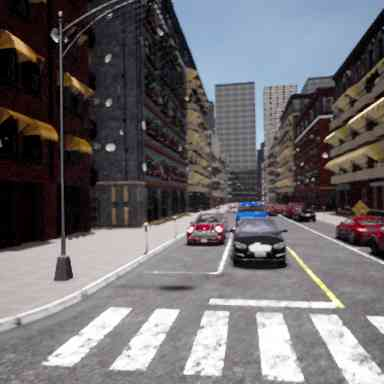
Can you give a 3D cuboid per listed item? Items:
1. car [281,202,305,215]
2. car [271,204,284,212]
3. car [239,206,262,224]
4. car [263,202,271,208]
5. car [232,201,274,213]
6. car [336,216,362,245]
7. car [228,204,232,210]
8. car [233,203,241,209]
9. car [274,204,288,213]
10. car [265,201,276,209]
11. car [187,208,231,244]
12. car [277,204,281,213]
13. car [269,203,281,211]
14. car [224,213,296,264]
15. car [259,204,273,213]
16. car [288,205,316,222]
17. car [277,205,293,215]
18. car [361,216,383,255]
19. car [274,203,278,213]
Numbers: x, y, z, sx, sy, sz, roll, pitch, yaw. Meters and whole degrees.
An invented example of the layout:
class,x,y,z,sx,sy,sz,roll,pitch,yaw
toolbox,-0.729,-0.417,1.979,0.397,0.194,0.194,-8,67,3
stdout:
class,x,y,z,sx,sy,sz,roll,pitch,yaw
car,12.175,2.138,39.046,2.192,1.841,5.009,-2,-2,9
car,15.666,2.898,60.954,1.947,1.339,4.313,-2,-2,9
car,5.817,2.274,33.363,2.128,1.511,4.902,-1,-2,9
car,20.046,3.496,88.516,1.752,1.417,4.829,-2,-2,9
car,4.170,1.765,23.119,2.150,2.045,5.566,-1,-2,9
car,8.703,1.893,17.123,1.802,1.307,4.206,-2,-2,9
car,7.006,2.809,56.690,1.967,1.590,4.097,-2,-2,9
car,11.337,3.524,83.915,1.752,1.417,4.829,-2,-2,9
car,14.795,2.787,55.475,1.802,1.307,4.206,-2,-2,9
car,18.271,3.028,77.397,2.192,1.841,5.009,-2,-2,9
car,0.909,1.914,18.339,1.967,1.590,4.097,-2,-2,9
car,13.052,2.501,44.518,2.008,1.369,4.403,-2,-2,9
car,16.536,3.010,66.433,2.008,1.369,4.403,-2,-2,9
car,2.589,1.802,13.158,2.128,1.511,4.902,-1,-2,9
car,12.471,2.835,56.506,1.994,1.385,4.181,-1,-2,9
car,11.311,2.261,33.560,1.947,1.339,4.313,-2,-2,9
car,13.924,2.660,49.996,1.802,1.307,4.206,-2,-2,9
car,7.832,1.623,11.647,1.967,1.590,4.097,-2,-2,9
car,10.860,2.514,46.383,1.882,1.535,5.008,-1,-2,9
